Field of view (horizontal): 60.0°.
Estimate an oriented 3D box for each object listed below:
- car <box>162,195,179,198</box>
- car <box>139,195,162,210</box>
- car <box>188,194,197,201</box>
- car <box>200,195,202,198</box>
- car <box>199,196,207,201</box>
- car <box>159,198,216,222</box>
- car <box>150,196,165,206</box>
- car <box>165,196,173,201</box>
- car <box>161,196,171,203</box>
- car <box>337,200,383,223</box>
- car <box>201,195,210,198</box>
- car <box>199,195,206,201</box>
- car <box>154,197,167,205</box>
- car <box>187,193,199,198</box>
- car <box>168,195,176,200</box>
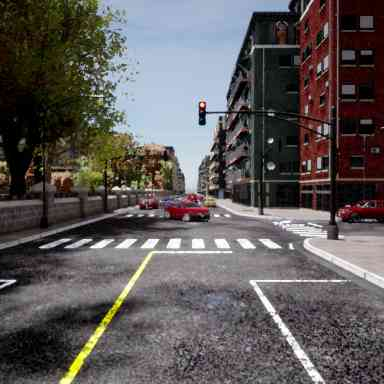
[{"bbox_3d":[-3.061,1.535,44.600,1.812,1.442,4.674,0,0,0],"label":"car"},{"bbox_3d":[-5.656,1.324,43.896,2.192,1.841,5.009,0,0,0],"label":"car"},{"bbox_3d":[0.068,1.306,79.598,2.097,1.767,4.553,0,0,0],"label":"car"},{"bbox_3d":[2.734,1.562,54.960,1.887,1.381,4.507,0,0,0],"label":"car"},{"bbox_3d":[2.757,1.587,82.636,1.887,1.381,4.507,0,0,0],"label":"car"},{"bbox_3d":[-0.489,1.479,26.442,1.882,1.535,5.008,-1,0,-31],"label":"car"},{"bbox_3d":[-5.647,1.457,54.966,1.967,1.590,4.097,0,0,0],"label":"car"},{"bbox_3d":[-5.623,1.624,82.642,1.802,1.307,4.206,0,0,0],"label":"car"},{"bbox_3d":[-5.632,1.613,71.571,1.802,1.307,4.206,0,0,0],"label":"car"},{"bbox_3d":[14.639,1.591,27.306,5.009,1.841,2.192,1,-1,0],"label":"car"},{"bbox_3d":[2.730,1.538,49.595,1.752,1.417,4.829,0,0,0],"label":"car"},{"bbox_3d":[2.761,1.593,88.171,1.887,1.381,4.507,0,0,0],"label":"car"},{"bbox_3d":[-5.642,1.566,60.502,1.887,1.381,4.507,0,0,0],"label":"car"},{"bbox_3d":[0.060,1.250,69.238,2.150,2.045,5.566,0,0,0],"label":"car"},{"bbox_3d":[-5.614,1.580,93.542,1.752,1.417,4.829,0,0,0],"label":"car"}]
